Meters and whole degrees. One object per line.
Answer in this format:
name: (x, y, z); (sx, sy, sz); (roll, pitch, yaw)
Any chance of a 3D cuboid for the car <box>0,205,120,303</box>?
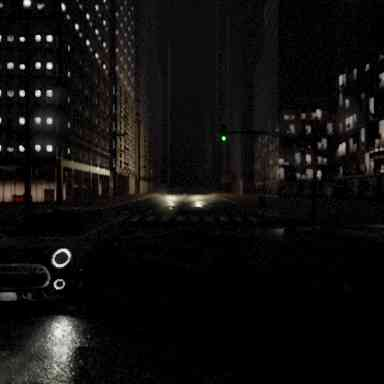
car: (-3.191, 1.192, 8.001); (2.097, 1.767, 4.553); (0, 1, 0)
